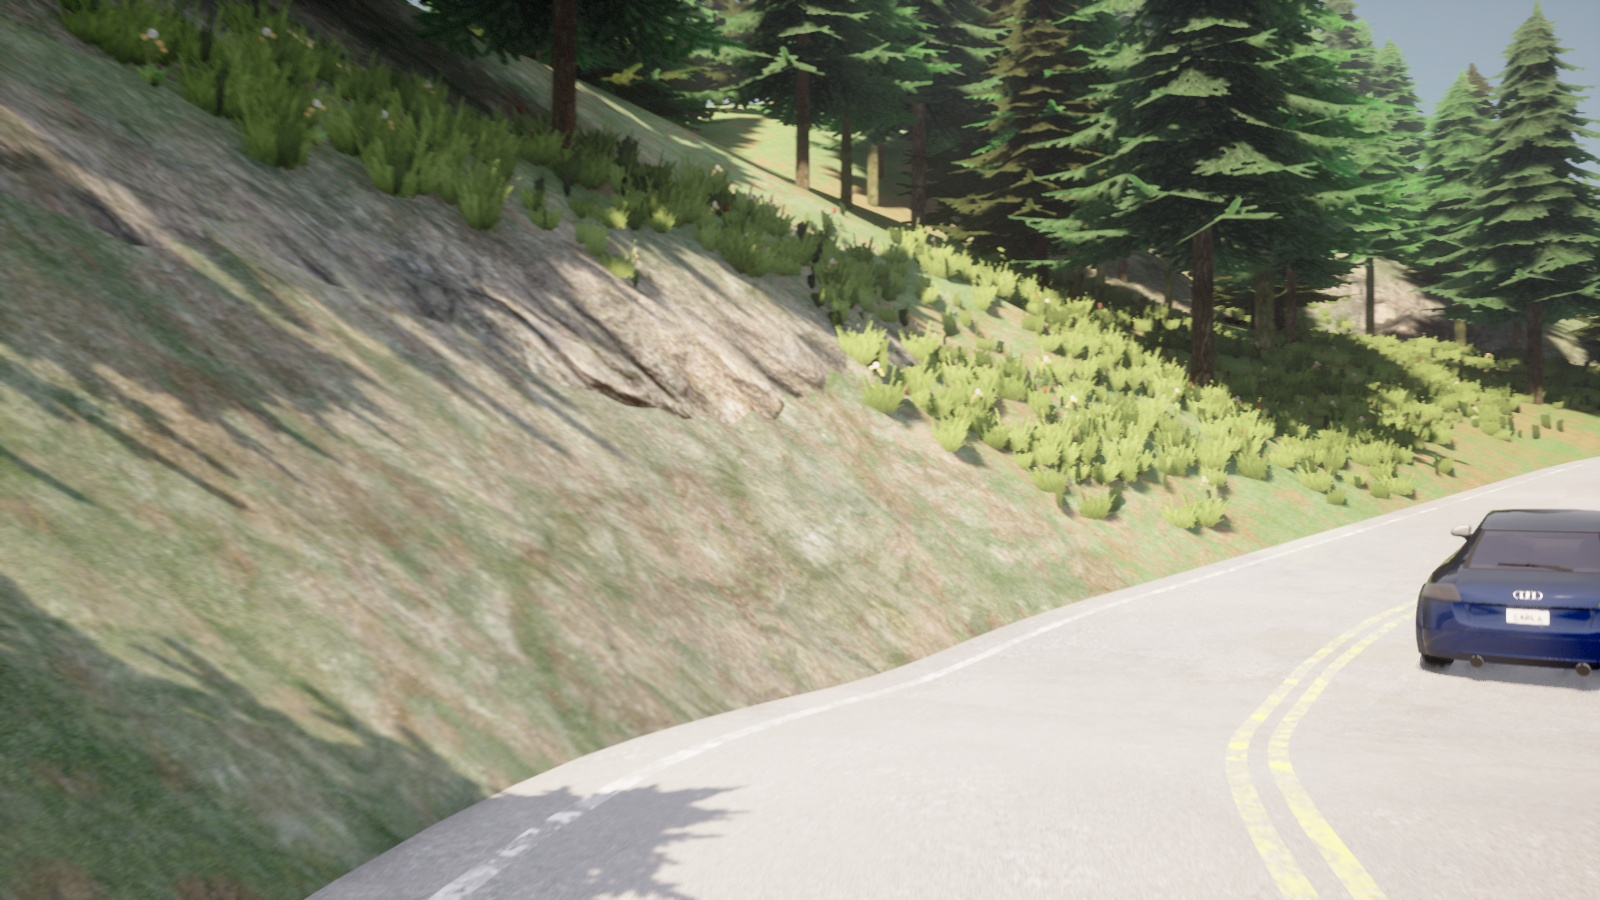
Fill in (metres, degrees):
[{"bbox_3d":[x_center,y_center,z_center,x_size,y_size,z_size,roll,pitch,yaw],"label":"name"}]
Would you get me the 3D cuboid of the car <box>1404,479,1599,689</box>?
[{"bbox_3d":[7.711,1.207,12.811,1.994,1.385,4.181,-2,4,37],"label":"car"}]
